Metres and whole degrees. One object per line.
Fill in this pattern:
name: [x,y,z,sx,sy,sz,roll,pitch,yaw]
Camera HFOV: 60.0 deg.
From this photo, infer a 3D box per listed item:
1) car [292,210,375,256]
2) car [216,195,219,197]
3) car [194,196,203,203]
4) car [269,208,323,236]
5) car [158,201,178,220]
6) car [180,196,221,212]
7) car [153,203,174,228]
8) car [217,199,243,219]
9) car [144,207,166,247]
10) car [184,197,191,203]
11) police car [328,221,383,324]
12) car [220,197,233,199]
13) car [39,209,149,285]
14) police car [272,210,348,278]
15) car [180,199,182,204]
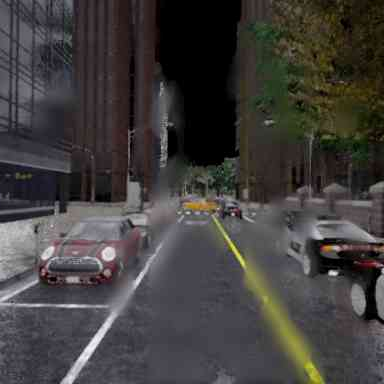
car: [6.020,1.669,14.883,1.752,1.417,4.829,1,0,1]
car: [7.332,2.014,79.350,2.008,1.369,4.403,1,0,1]
car: [1.751,1.957,88.264,2.128,1.511,4.902,1,0,1]
car: [6.127,1.734,20.168,1.947,1.339,4.313,1,0,1]
car: [-2.283,1.525,25.797,1.967,1.590,4.097,1,0,1]
car: [0.881,1.648,41.837,1.882,1.535,5.008,2,0,-43]
car: [-2.395,1.604,20.340,1.887,1.381,4.507,1,0,1]
car: [3.608,1.690,31.133,1.837,1.490,4.892,1,0,2]
car: [-2.506,1.584,14.884,2.008,1.369,4.403,1,0,1]
car: [-1.083,1.907,84.791,1.752,1.417,4.829,1,0,1]
police car: [3.931,1.497,4.585,1.930,1.638,5.238,1,0,1]
car: [7.002,1.819,63.041,1.967,1.590,4.097,1,0,1]
car: [-2.616,1.448,9.429,1.967,1.590,4.097,1,0,1]
police car: [4.071,1.525,10.583,1.930,1.638,5.238,1,0,1]
car: [-2.176,1.635,31.082,1.752,1.417,4.829,1,0,1]
